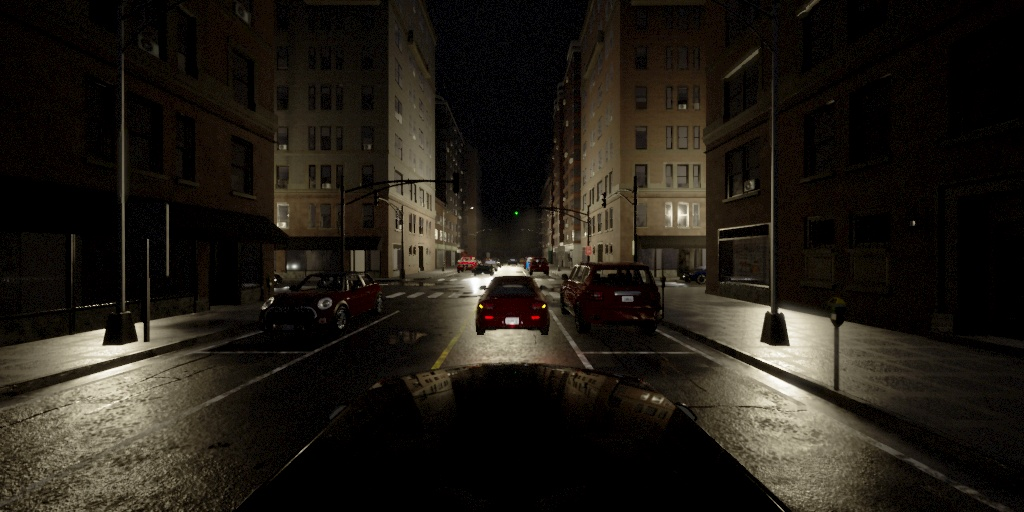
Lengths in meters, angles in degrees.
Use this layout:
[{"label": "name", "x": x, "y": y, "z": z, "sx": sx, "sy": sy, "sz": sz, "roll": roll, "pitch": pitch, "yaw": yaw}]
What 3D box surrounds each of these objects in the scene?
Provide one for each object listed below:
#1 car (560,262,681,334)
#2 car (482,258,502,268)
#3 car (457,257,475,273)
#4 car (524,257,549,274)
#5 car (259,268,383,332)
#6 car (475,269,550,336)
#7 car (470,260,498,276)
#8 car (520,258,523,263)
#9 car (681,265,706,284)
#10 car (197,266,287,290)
[{"label": "car", "x": 2.652, "y": 1.064, "z": 10.591, "sx": 2.192, "sy": 1.841, "sz": 5.009, "roll": 0, "pitch": 0, "yaw": 0}, {"label": "car", "x": -2.763, "y": 1.295, "z": 46.860, "sx": 2.033, "sy": 1.411, "sz": 5.357, "roll": 0, "pitch": 0, "yaw": 1}, {"label": "car", "x": -5.341, "y": 1.062, "z": 43.166, "sx": 2.192, "sy": 1.841, "sz": 5.009, "roll": 0, "pitch": 0, "yaw": 0}, {"label": "car", "x": 2.767, "y": 1.063, "z": 37.647, "sx": 2.192, "sy": 1.841, "sz": 5.009, "roll": 0, "pitch": 0, "yaw": 0}, {"label": "car", "x": -5.373, "y": 1.190, "z": 10.606, "sx": 1.967, "sy": 1.591, "sz": 4.097, "roll": 0, "pitch": 0, "yaw": 0}, {"label": "car", "x": 0.026, "y": 1.275, "z": 10.290, "sx": 1.812, "sy": 1.442, "sz": 4.674, "roll": 0, "pitch": 0, "yaw": 0}, {"label": "car", "x": -2.785, "y": 1.349, "z": 36.496, "sx": 1.895, "sy": 1.301, "sz": 4.718, "roll": 0, "pitch": 0, "yaw": 0}, {"label": "car", "x": 2.786, "y": 1.061, "z": 54.159, "sx": 2.192, "sy": 1.841, "sz": 5.009, "roll": 0, "pitch": 0, "yaw": 0}, {"label": "car", "x": 14.290, "y": 1.271, "z": 25.666, "sx": 4.181, "sy": 1.385, "sz": 1.994, "roll": 0, "pitch": 0, "yaw": 0}, {"label": "car", "x": -17.076, "y": 1.362, "z": 22.846, "sx": 4.181, "sy": 1.385, "sz": 1.994, "roll": 0, "pitch": 0, "yaw": 0}]
